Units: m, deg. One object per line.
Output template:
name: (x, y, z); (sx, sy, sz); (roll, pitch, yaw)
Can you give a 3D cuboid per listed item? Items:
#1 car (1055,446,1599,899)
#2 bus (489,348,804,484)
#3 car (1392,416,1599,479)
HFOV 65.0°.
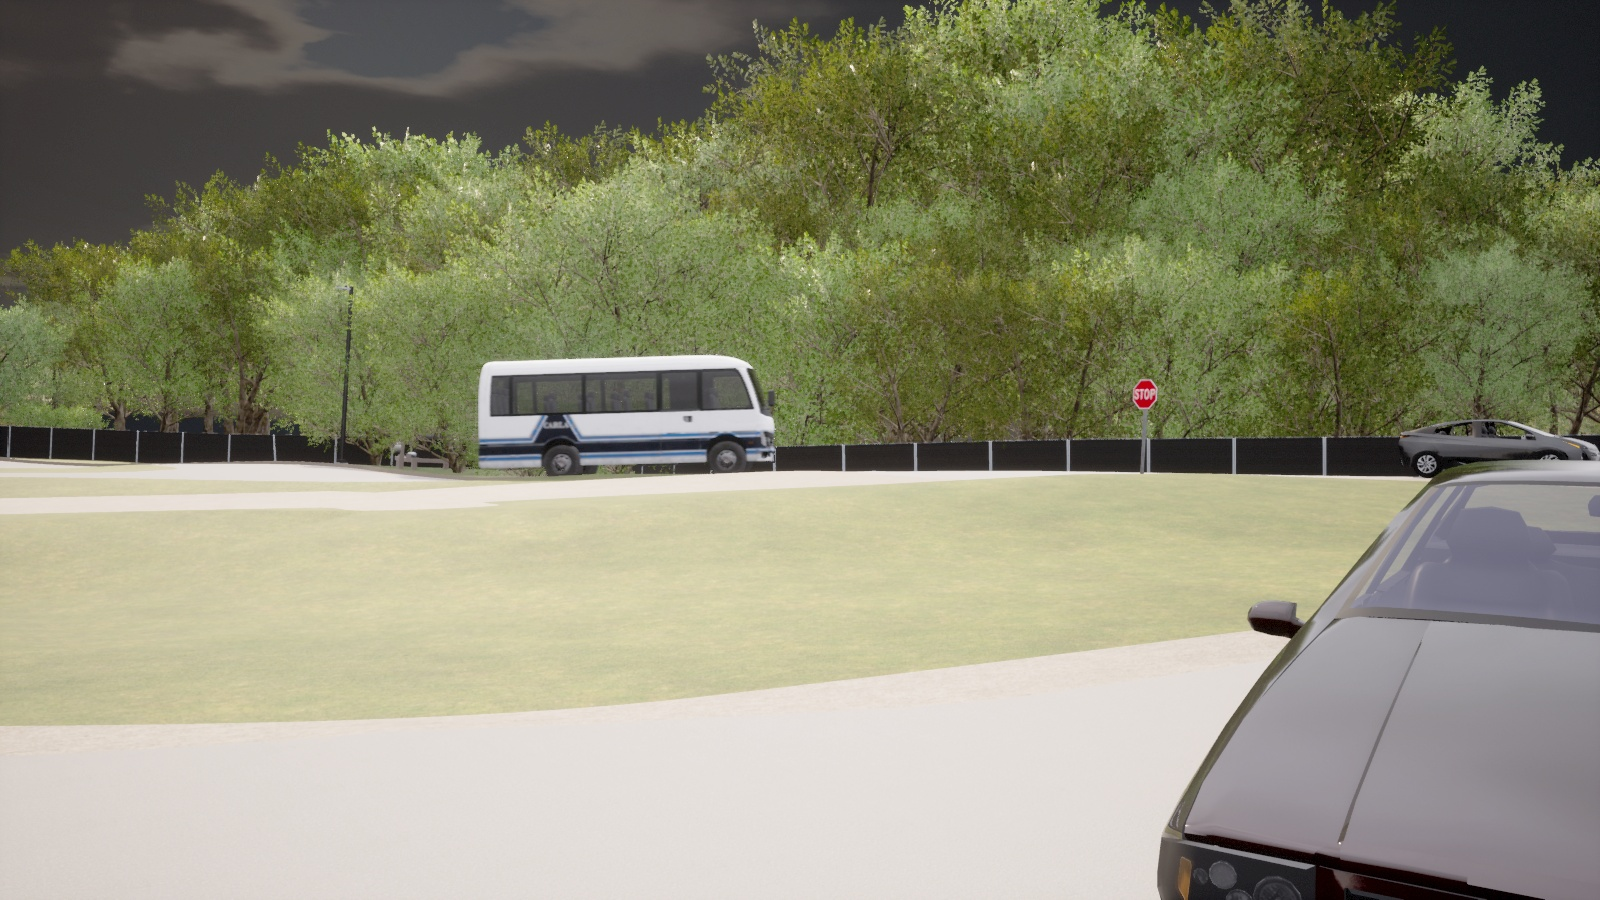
car: (2.824, 0.751, 4.233); (2.033, 1.411, 5.357); (2, 2, 33)
bus: (-5.157, -1.109, 43.820); (10.273, 4.253, 3.944); (-2, 0, 3)
car: (17.971, -0.042, 32.344); (4.514, 1.525, 2.007); (0, -1, 43)
